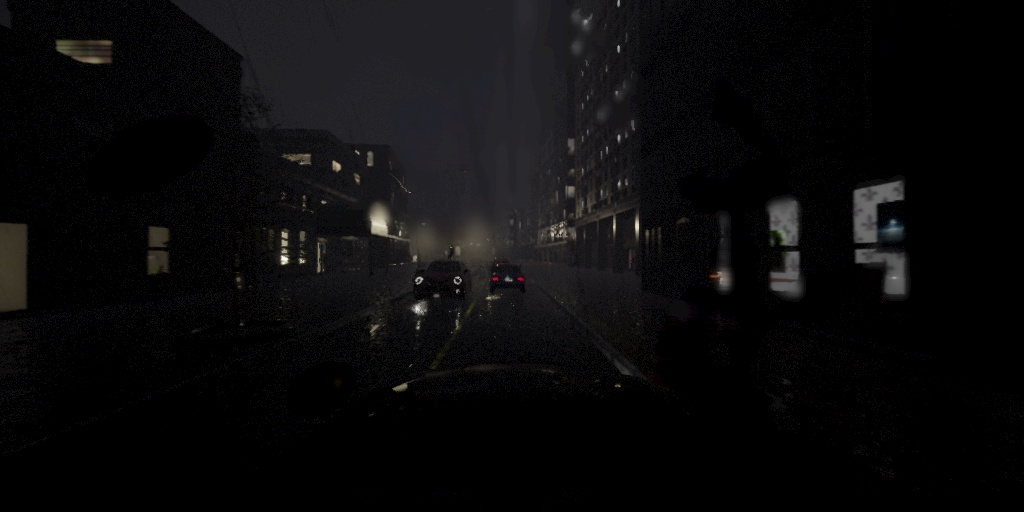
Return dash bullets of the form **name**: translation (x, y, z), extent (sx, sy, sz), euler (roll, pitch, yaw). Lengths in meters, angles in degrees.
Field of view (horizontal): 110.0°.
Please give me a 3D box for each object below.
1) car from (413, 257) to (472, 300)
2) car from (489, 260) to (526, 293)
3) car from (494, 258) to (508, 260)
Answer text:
- **car**: translation (-3.033, 0.966, 16.461), extent (2.097, 1.767, 4.553), euler (0, 1, -1)
- **car**: translation (-0.271, 1.129, 19.467), extent (2.033, 1.411, 5.357), euler (0, 1, -2)
- **car**: translation (-1.146, 0.909, 36.019), extent (2.128, 1.511, 4.902), euler (0, 1, -4)
